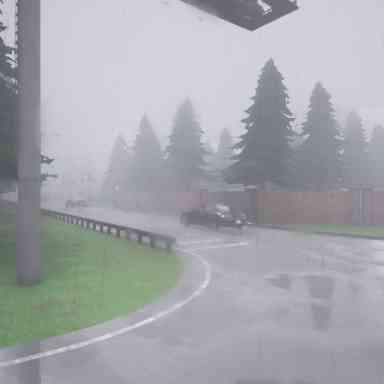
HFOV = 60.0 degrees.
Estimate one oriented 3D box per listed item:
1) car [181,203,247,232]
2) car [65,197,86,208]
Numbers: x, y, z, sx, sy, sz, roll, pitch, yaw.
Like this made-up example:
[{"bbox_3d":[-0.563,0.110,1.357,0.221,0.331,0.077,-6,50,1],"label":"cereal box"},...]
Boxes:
[{"bbox_3d":[1.133,1.345,18.837,1.812,1.442,4.674,0,0,-32],"label":"car"},{"bbox_3d":[-15.108,1.345,43.253,1.812,1.442,4.674,0,0,-34],"label":"car"}]
